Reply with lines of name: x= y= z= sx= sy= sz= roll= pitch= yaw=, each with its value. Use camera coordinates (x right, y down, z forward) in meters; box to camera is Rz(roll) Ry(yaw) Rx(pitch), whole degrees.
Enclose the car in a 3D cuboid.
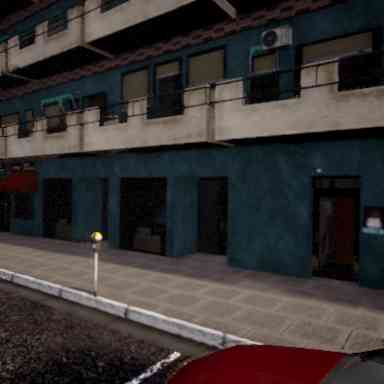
car: x=1.586 y=1.584 z=1.731 sx=4.206 sy=1.307 sz=1.802 roll=0 pitch=1 yaw=36
